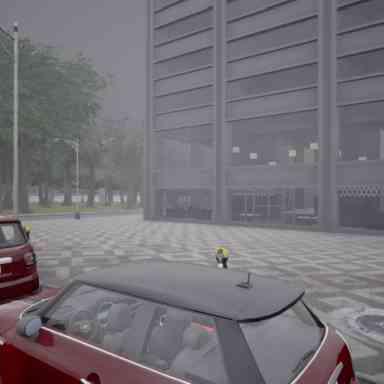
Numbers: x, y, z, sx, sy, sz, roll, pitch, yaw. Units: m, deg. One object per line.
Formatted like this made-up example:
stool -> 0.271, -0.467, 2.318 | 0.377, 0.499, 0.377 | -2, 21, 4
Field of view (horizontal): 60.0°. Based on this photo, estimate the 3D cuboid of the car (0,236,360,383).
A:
car -> -0.614, 1.440, 3.398 | 4.097, 1.590, 1.967 | 0, 0, 35

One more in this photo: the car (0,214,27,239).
car -> -5.043, 1.315, 6.552 | 5.009, 1.841, 2.192 | 0, 0, 35
